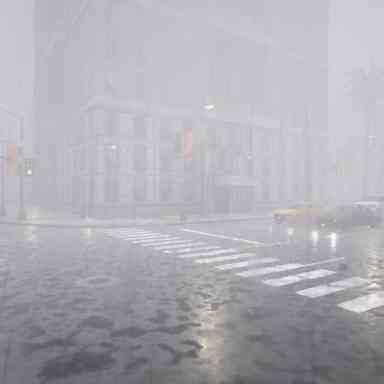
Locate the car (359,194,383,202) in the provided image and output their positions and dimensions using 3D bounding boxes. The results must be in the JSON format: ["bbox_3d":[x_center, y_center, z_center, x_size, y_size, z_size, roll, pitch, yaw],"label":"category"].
[{"bbox_3d":[16.400,1.221,29.483,5.566,2.045,2.150,0,0,-33],"label":"car"}]

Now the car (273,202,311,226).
[{"bbox_3d":[7.935,1.478,23.831,5.008,1.535,1.882,0,0,-34],"label":"car"}]

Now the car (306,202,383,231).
[{"bbox_3d":[9.871,1.547,20.919,5.357,1.411,2.033,0,0,-34],"label":"car"}]
